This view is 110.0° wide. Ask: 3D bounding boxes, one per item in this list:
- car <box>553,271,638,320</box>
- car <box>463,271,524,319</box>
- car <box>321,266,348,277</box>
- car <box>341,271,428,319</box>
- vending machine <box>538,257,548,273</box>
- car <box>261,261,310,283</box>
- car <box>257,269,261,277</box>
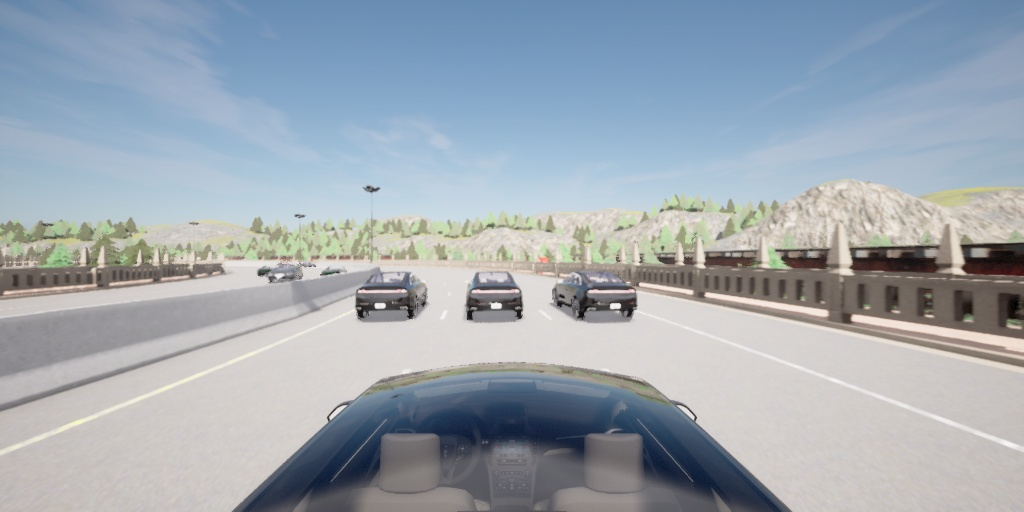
[{"bbox_3d":[2.791,1.283,12.991,2.128,1.511,4.902,0,0,-6],"label":"car"},{"bbox_3d":[-0.742,1.296,13.128,2.128,1.511,4.902,0,0,-7],"label":"car"},{"bbox_3d":[-16.385,1.553,33.264,1.895,1.301,4.718,0,0,-20],"label":"car"},{"bbox_3d":[-4.280,1.309,13.268,2.128,1.511,4.902,0,0,-7],"label":"car"},{"bbox_3d":[3.683,1.119,42.682,1.100,2.100,0.880,0,0,-21],"label":"vending machine"},{"bbox_3d":[-19.178,1.441,30.602,2.128,1.511,4.902,0,0,-20],"label":"car"},{"bbox_3d":[-26.601,1.617,39.441,1.895,1.301,4.718,0,0,-26],"label":"car"}]
